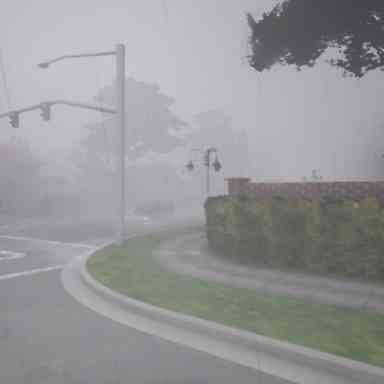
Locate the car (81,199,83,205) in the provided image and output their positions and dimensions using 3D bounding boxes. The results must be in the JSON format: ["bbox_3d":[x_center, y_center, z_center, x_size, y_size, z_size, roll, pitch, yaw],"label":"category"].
[{"bbox_3d":[-15.929,1.104,43.377,3.806,1.475,1.970,0,0,36],"label":"car"}]

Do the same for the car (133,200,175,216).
[{"bbox_3d":[-3.542,1.490,31.793,1.812,1.442,4.674,0,0,35],"label":"car"}]
